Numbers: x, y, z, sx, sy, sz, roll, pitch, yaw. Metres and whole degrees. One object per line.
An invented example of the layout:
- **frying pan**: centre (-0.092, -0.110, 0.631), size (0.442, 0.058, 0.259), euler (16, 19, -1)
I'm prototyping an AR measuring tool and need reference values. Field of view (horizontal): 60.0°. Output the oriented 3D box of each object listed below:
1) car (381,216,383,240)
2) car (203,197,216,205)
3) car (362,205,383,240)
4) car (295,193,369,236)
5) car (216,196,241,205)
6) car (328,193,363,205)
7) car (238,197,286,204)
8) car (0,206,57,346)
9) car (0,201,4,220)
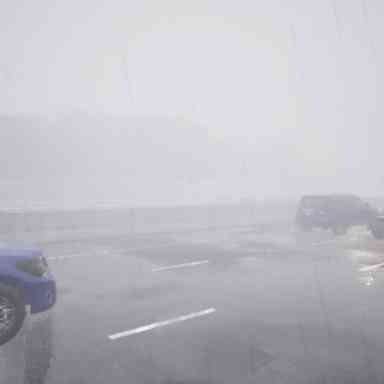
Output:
- **car**: centre (7.506, 1.425, 9.207), size (5.008, 1.535, 1.882), euler (-1, 0, -35)
- **car**: centre (3.614, 1.242, 40.849), size (4.892, 1.490, 1.837), euler (-2, 1, -35)
- **car**: centre (10.046, 1.394, 15.174), size (4.892, 1.490, 1.837), euler (-1, 0, -35)
- **car**: centre (7.937, 1.112, 17.970), size (5.566, 2.045, 2.150), euler (-1, 0, -35)
- **car**: centre (5.735, 1.285, 38.051), size (5.357, 1.411, 2.033), euler (-1, 1, -35)
- **car**: centre (20.312, 0.881, 44.021), size (5.008, 1.535, 1.882), euler (-1, 1, -35)
- **car**: centre (7.166, 1.342, 30.516), size (5.357, 1.411, 2.033), euler (-1, 1, -35)
- **car**: centre (-4.891, 1.223, 4.556), size (5.566, 2.045, 2.150), euler (0, 0, -36)
- **car**: centre (-17.448, 1.521, 25.936), size (4.674, 1.442, 1.812), euler (0, 0, -35)
